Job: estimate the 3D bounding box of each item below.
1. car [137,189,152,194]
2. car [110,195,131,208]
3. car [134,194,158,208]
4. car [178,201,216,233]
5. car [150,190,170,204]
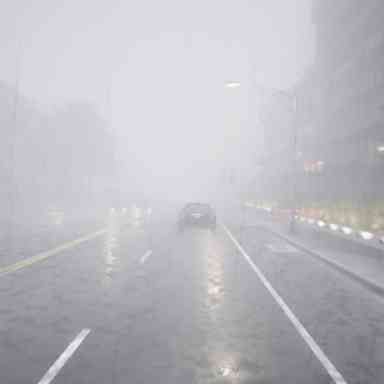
[{"bbox_3d":[-9.436,1.063,62.417,2.150,2.045,5.566,1,1,1],"label":"car"},{"bbox_3d":[-9.790,1.197,45.960,2.097,1.767,4.553,1,0,1],"label":"car"},{"bbox_3d":[-6.305,1.400,45.464,1.837,1.490,4.892,1,0,1],"label":"car"},{"bbox_3d":[0.325,1.352,19.976,2.097,1.767,4.553,1,0,1],"label":"car"},{"bbox_3d":[-5.927,1.117,62.703,2.150,2.045,5.566,1,0,1],"label":"car"}]
